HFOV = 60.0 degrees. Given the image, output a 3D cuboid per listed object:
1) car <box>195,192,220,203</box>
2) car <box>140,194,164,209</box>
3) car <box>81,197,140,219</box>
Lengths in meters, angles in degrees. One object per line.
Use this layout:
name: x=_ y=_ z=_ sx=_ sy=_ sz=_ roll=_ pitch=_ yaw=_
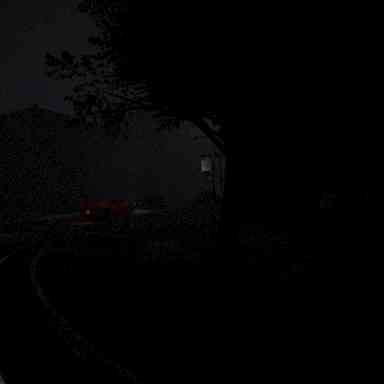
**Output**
car: x=2.086 y=0.656 z=43.239 sx=1.994 sy=1.385 sz=4.181 roll=-3 pitch=1 yaw=28
car: x=-5.054 y=1.059 z=37.562 sx=2.128 sy=1.511 sz=4.902 roll=-3 pitch=1 yaw=28
car: x=-6.540 y=1.217 z=26.283 sx=1.882 sy=1.535 sz=5.008 roll=-3 pitch=0 yaw=23
